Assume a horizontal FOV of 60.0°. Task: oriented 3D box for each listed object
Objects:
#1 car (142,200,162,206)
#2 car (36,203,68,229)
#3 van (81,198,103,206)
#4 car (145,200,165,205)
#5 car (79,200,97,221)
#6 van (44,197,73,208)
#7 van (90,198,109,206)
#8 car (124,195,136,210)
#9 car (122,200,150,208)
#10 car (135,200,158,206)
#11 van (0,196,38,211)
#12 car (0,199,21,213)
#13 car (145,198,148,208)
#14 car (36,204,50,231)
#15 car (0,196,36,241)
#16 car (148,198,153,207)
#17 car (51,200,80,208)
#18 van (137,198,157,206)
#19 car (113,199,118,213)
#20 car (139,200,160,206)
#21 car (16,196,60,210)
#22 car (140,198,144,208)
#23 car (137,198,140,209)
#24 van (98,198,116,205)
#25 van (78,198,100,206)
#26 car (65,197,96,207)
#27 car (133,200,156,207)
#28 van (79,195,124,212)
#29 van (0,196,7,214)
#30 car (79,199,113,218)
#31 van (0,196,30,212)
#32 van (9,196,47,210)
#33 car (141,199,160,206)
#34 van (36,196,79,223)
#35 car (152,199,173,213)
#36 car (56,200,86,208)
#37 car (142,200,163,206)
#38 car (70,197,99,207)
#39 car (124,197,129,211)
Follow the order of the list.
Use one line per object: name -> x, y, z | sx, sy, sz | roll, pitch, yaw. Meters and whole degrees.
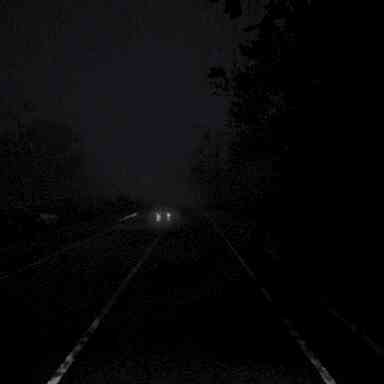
car -> -10.370, 2.773, 86.681 | 4.892, 1.521, 2.231 | 0, -2, 0
car -> -10.348, 1.560, 20.085 | 4.674, 1.452, 2.002 | 0, 0, 0
van -> -23.568, 2.340, 78.427 | 4.442, 1.987, 1.878 | 0, -1, 0
car -> -10.193, 2.927, 92.099 | 5.366, 1.575, 1.946 | 0, -2, 0
car -> -10.354, 1.562, 25.638 | 5.008, 1.535, 2.097 | 0, 0, 0
van -> -23.560, 1.876, 58.915 | 4.442, 1.987, 1.878 | 0, -1, 0
van -> -23.346, 2.475, 83.981 | 4.442, 1.987, 1.878 | 0, -1, 0
car -> -10.384, 1.455, 42.280 | 5.566, 2.045, 2.435 | 0, -1, 0
car -> -10.358, 2.169, 61.702 | 4.892, 1.521, 2.231 | 0, -1, 0
car -> -10.342, 2.528, 75.578 | 4.792, 1.488, 2.163 | 0, -1, 0
van -> -23.553, 1.549, 45.193 | 4.442, 1.987, 1.878 | 0, -1, 0
car -> -23.440, 1.670, 39.668 | 5.008, 1.535, 2.097 | 0, 0, 0
car -> -10.331, 1.911, 56.154 | 4.553, 1.767, 2.185 | 0, -1, 0
car -> -10.374, 1.528, 17.309 | 4.792, 1.488, 2.163 | 0, 0, 0
car -> -10.315, 1.225, 14.535 | 5.566, 2.045, 2.435 | 0, 0, 0
car -> -10.178, 2.099, 58.927 | 5.366, 1.575, 1.946 | 0, -1, 0
car -> -23.447, 2.207, 61.679 | 4.674, 1.452, 2.002 | 0, -1, 0
van -> -10.489, 2.339, 78.360 | 4.442, 1.987, 1.878 | 0, -1, 0
car -> -10.355, 1.667, 33.966 | 4.674, 1.452, 2.002 | 0, 0, 0
car -> -10.403, 2.660, 81.130 | 4.792, 1.488, 2.163 | 0, -1, 0
car -> -23.411, 1.652, 50.608 | 5.566, 2.045, 2.435 | 0, -1, 0
car -> -10.354, 1.904, 50.600 | 5.008, 1.535, 2.097 | 0, -1, 0
car -> -10.361, 1.878, 47.824 | 4.674, 1.452, 2.002 | 0, -1, 0
van -> -23.575, 2.705, 92.141 | 4.442, 1.987, 1.878 | 0, -2, 0
van -> -23.334, 2.274, 75.657 | 4.442, 1.987, 1.878 | 0, -1, 0
car -> -23.420, 2.117, 70.120 | 5.566, 2.045, 2.435 | 0, -1, 0
car -> -10.340, 2.462, 72.803 | 4.792, 1.488, 2.163 | 0, -1, 0
van -> -10.237, 1.422, 36.744 | 4.442, 1.987, 1.878 | 0, 0, 0
van -> -23.316, 1.423, 36.900 | 4.442, 1.987, 1.878 | 0, 0, 0
car -> -10.321, 1.635, 31.188 | 4.792, 1.488, 2.163 | 0, 0, 0
van -> -23.319, 1.480, 42.291 | 4.442, 1.987, 1.878 | 0, -1, 0
van -> -23.555, 1.612, 47.838 | 4.442, 1.987, 1.878 | 0, -1, 0
car -> -10.406, 2.574, 83.906 | 4.553, 1.767, 2.185 | 0, -1, 0
van -> -10.464, 1.315, 22.863 | 4.442, 1.987, 1.878 | 0, 0, 0
car -> -3.383, 1.822, 40.823 | 1.994, 1.385, 4.181 | 0, -1, 0
car -> -23.440, 2.236, 64.574 | 5.008, 1.535, 2.097 | 0, -1, 0
car -> -10.562, 2.847, 89.448 | 5.366, 1.575, 1.946 | 0, -2, 0
car -> -23.421, 2.183, 72.889 | 5.566, 2.045, 2.435 | 0, -1, 0
car -> -10.384, 1.699, 39.524 | 4.792, 1.488, 2.163 | 0, -1, 0
